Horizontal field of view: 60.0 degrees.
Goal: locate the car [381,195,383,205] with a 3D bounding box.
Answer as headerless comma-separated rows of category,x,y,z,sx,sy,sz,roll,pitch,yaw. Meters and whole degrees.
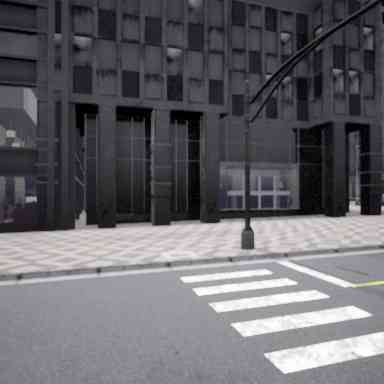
car,24.625,1.099,42.538,2.033,1.411,5.357,0,0,-16
